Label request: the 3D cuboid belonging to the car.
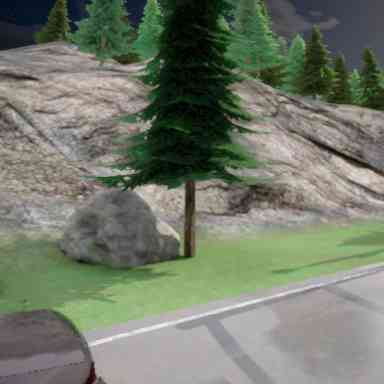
[{"bbox_3d":[-3.175,1.532,1.732,5.357,1.411,2.033,1,0,-35],"label":"car"}]
